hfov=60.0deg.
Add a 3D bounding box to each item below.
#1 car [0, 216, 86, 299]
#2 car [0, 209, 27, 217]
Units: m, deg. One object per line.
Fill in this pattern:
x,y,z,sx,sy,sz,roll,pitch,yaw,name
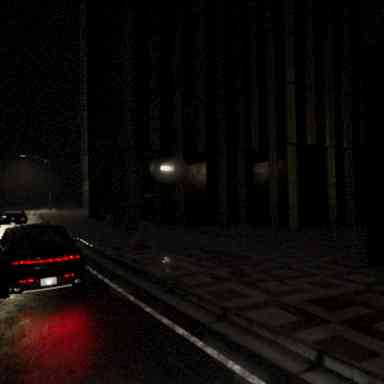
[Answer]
-4.269,1.633,9.028,1.837,1.490,4.892,-1,0,-32,car
-13.498,1.931,25.059,1.895,1.301,4.718,0,0,-28,car
